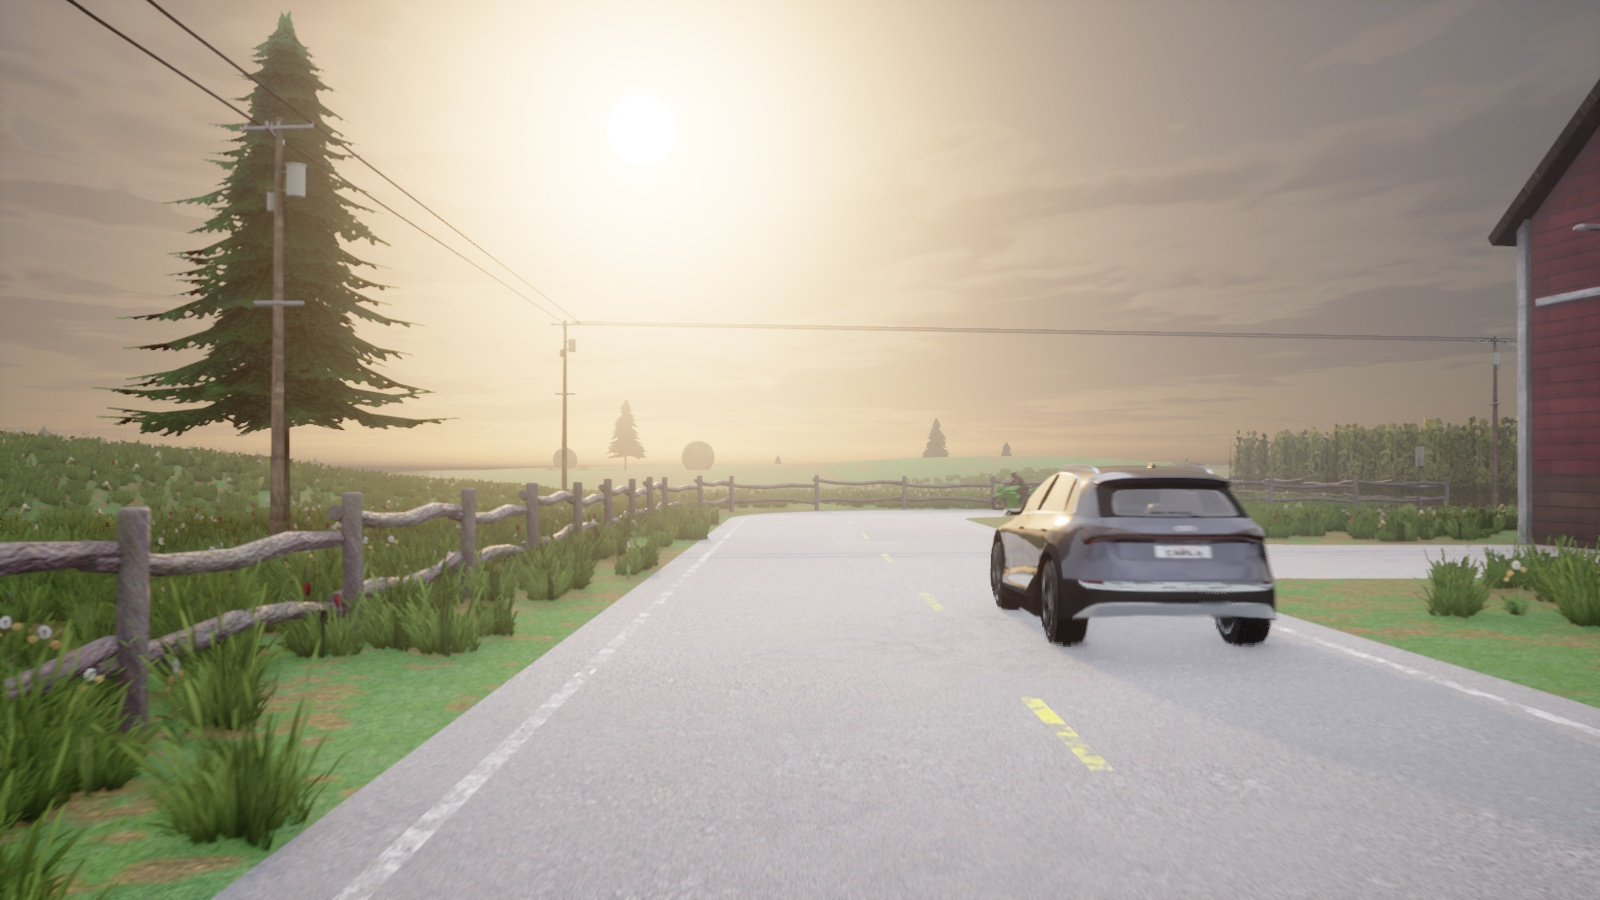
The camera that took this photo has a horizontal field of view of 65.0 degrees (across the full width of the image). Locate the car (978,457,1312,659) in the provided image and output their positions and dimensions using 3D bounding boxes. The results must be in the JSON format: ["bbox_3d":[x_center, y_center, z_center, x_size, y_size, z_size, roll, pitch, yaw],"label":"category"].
[{"bbox_3d":[3.168,0.922,12.718,2.033,1.649,4.856,0,-1,0],"label":"car"}]

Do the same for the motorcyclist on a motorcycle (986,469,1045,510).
[{"bbox_3d":[8.122,1.478,47.291,2.044,1.523,0.797,0,0,-7],"label":"motorcyclist on a motorcycle"}]
